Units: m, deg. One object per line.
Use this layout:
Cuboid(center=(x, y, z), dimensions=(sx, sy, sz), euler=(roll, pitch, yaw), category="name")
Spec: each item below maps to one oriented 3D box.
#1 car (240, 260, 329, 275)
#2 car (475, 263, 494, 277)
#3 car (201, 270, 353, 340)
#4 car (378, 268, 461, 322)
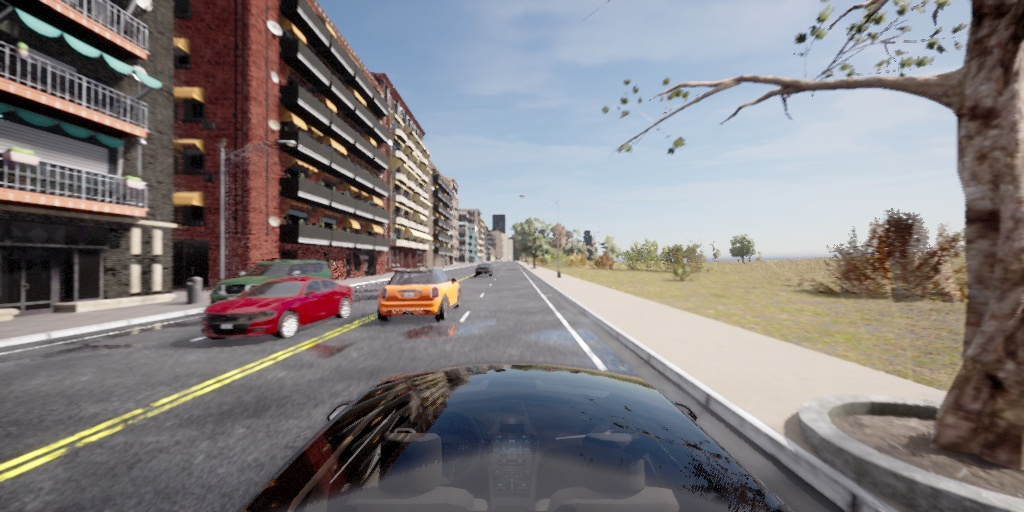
Cuboid(center=(-9.862, 1.192, 15.397), dimensions=(2.150, 2.045, 5.566), euler=(-1, 0, 0), category="car")
Cuboid(center=(-3.155, 1.571, 41.132), dimensions=(1.837, 1.490, 4.892), euler=(-1, 0, 0), category="car")
Cuboid(center=(-6.610, 1.375, 10.785), dimensions=(1.882, 1.535, 5.008), euler=(-1, 0, 0), category="car")
Cuboid(center=(-3.162, 1.222, 13.143), dimensions=(2.097, 1.767, 4.553), euler=(-1, 0, 0), category="car")
